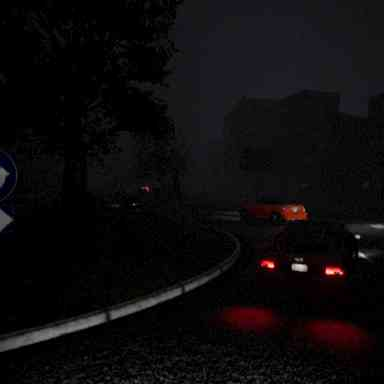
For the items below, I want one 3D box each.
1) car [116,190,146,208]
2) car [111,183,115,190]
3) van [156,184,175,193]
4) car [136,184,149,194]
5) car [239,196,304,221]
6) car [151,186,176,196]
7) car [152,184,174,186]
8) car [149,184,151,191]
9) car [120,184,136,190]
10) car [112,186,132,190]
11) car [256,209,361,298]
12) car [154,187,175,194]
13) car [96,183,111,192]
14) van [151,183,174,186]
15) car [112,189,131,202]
[{"bbox_3d":[-6.695,0.934,35.975,1.837,1.490,4.892,0,2,-20],"label":"car"},{"bbox_3d":[-23.530,-1.125,91.725,2.163,1.488,4.792,0,2,0],"label":"car"},{"bbox_3d":[-6.189,-0.783,77.522,4.442,1.987,1.878,0,2,-4],"label":"van"},{"bbox_3d":[-10.523,-0.249,70.562,2.128,1.511,4.902,0,2,-5],"label":"car"},{"bbox_3d":[5.022,1.047,21.374,2.097,1.767,4.553,0,1,-29],"label":"car"},{"bbox_3d":[-4.766,0.064,61.294,4.892,1.521,2.231,0,2,-6],"label":"car"},{"bbox_3d":[-5.009,-0.163,64.032,4.553,1.767,2.185,0,2,-6],"label":"car"},{"bbox_3d":[-5.578,-0.492,69.496,5.566,2.045,2.435,0,2,-5],"label":"car"},{"bbox_3d":[-13.450,-0.257,69.624,1.882,1.535,5.008,0,2,-5],"label":"car"},{"bbox_3d":[-12.134,0.244,57.822,2.033,1.411,5.357,0,2,-6],"label":"car"},{"bbox_3d":[3.140,1.424,8.445,2.033,1.411,5.357,0,1,27],"label":"car"},{"bbox_3d":[-6.101,-0.409,74.820,4.674,1.452,2.002,0,2,-4],"label":"car"},{"bbox_3d":[-23.403,-0.922,86.237,2.097,1.535,5.008,0,2,-1],"label":"car"},{"bbox_3d":[-5.437,-0.365,66.754,4.442,1.987,1.878,0,2,-6],"label":"van"},{"bbox_3d":[-9.988,0.650,46.588,1.994,1.385,4.181,0,2,-12],"label":"car"}]
